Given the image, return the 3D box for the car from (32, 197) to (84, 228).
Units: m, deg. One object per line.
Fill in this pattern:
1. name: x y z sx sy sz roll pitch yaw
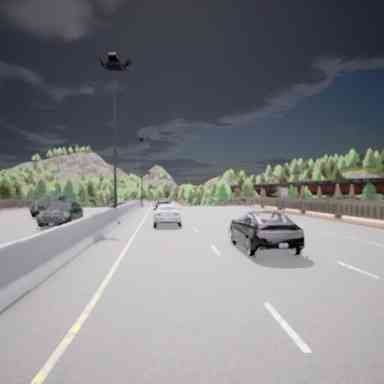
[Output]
1. car: -8.931 1.423 22.950 2.097 1.767 4.553 0 0 -5

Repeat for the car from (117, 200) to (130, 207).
1. car: -12.798 2.295 64.539 2.033 1.411 5.357 0 -4 -5

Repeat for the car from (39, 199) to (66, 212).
1. car: -17.831 1.664 42.716 1.812 1.442 4.674 0 0 -5

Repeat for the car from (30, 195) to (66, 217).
1. car: -13.246 1.326 31.352 2.150 2.045 5.566 0 0 -5

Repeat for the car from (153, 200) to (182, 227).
1. car: -1.735 1.559 23.246 1.812 1.442 4.674 0 0 -5

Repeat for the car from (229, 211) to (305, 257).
1. car: 2.709 1.490 12.964 2.128 1.511 4.902 0 0 -5

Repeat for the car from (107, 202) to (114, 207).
1. car: -16.959 2.898 71.414 2.128 1.511 4.902 0 -5 -5
